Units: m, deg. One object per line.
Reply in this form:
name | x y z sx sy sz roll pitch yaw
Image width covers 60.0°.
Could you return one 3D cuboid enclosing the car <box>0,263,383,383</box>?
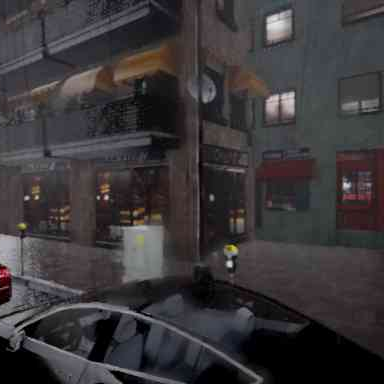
car | -0.493 1.531 3.235 4.313 1.339 1.947 0 0 34
